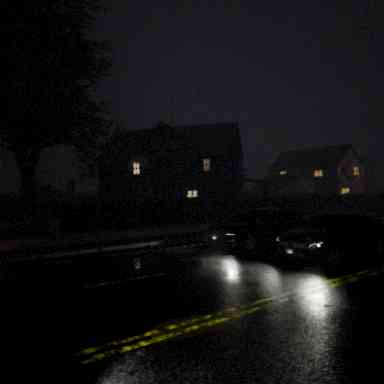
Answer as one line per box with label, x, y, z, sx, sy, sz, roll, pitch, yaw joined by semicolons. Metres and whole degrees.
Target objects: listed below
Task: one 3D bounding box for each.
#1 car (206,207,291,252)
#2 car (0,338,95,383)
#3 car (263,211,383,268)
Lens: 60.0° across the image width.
car;2.797;1.421;13.665;4.892;1.490;1.837;-1;0;-35
car;-2.496;1.574;1.659;4.181;1.385;1.994;-1;0;-35
car;4.748;1.441;11.064;4.674;1.442;1.812;-1;0;-36
